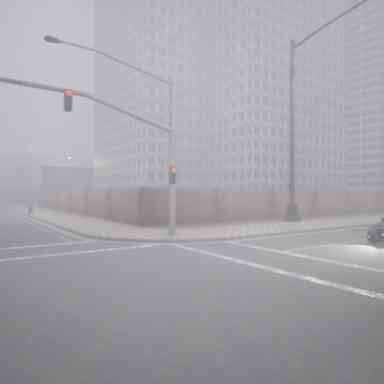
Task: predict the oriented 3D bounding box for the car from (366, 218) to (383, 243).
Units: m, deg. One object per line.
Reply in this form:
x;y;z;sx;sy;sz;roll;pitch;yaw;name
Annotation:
9.755;1.642;15.043;4.181;1.385;1.994;0;0;-34;car
